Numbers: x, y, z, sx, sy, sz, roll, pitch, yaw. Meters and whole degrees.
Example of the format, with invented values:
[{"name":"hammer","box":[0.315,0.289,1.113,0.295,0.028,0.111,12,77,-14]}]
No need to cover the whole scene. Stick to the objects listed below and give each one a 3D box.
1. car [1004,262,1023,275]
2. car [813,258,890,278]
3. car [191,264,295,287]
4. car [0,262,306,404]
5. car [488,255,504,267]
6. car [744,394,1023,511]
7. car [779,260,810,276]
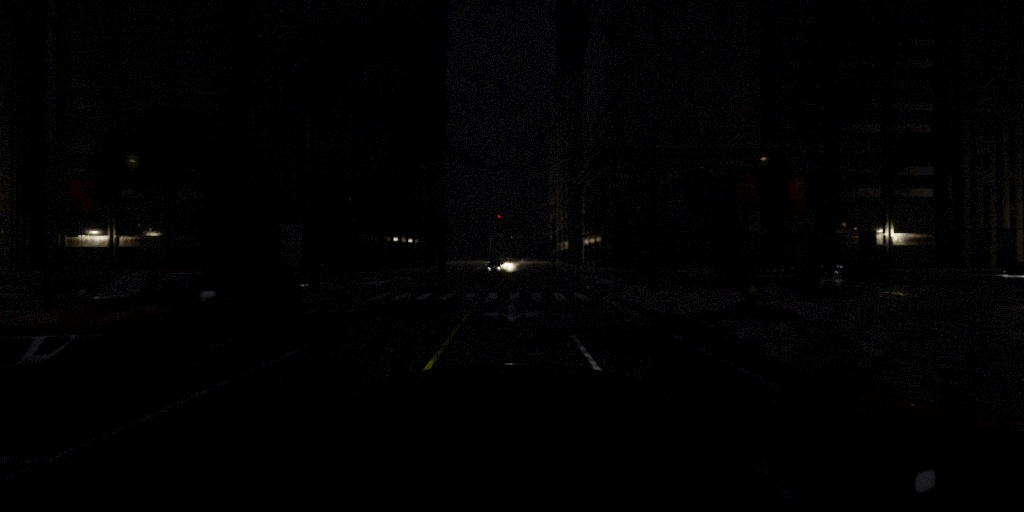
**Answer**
[{"name":"car","box":[48.982,1.118,33.467,4.181,1.385,1.994,0,0,0]},{"name":"car","box":[28.828,0.929,30.305,4.553,1.767,2.097,0,0,0]},{"name":"car","box":[-17.607,1.253,23.692,5.357,1.411,2.033,0,0,0]},{"name":"car","box":[-5.855,1.047,6.483,2.192,1.841,5.009,0,0,0]},{"name":"car","box":[-2.962,0.961,61.358,2.097,1.767,4.553,0,0,0]},{"name":"car","box":[2.668,1.298,1.018,1.888,1.381,4.507,0,0,0]},{"name":"car","box":[27.807,1.082,33.553,4.902,1.511,2.128,0,0,0]}]
